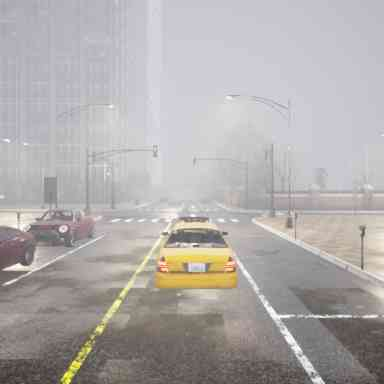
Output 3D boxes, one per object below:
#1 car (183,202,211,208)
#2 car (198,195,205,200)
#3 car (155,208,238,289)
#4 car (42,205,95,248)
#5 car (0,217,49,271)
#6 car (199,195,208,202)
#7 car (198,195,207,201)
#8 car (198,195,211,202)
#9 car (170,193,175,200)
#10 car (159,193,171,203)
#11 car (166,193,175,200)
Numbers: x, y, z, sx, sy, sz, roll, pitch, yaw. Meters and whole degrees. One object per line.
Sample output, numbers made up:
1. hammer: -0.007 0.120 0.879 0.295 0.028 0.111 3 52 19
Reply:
1. car: 0.095 1.535 19.344 2.033 1.411 5.357 0 0 0
2. car: 2.592 1.411 91.402 1.887 1.381 4.507 0 0 0
3. car: 0.089 1.454 9.081 1.801 1.575 5.366 0 0 0
4. car: -5.706 1.433 14.572 1.967 1.590 4.097 0 0 0
5. car: -5.700 1.579 8.879 1.802 1.307 4.206 0 0 0
6. car: 2.609 1.454 74.720 1.887 1.381 4.507 0 0 0
7. car: 2.603 1.448 80.280 2.008 1.369 4.403 0 0 0
8. car: 2.682 1.492 63.605 1.947 1.339 4.313 0 0 0
9. car: -5.928 1.323 85.779 1.967 1.590 4.097 0 0 0
10. car: -5.911 1.485 69.095 1.947 1.339 4.313 0 0 0
11. car: -5.933 1.181 91.337 2.192 1.841 5.009 0 0 0
